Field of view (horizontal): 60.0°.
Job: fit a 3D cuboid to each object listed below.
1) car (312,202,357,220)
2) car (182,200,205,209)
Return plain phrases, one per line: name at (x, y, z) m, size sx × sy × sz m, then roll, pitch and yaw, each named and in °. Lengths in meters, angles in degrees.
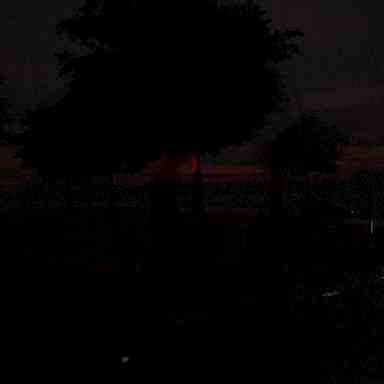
car at (13.502, 1.710, 31.154) m, size 1.812 × 1.442 × 4.674 m, roll -3°, pitch 1°, yaw -32°
car at (0.137, 1.953, 53.185) m, size 1.882 × 1.535 × 5.008 m, roll -3°, pitch 0°, yaw -29°
